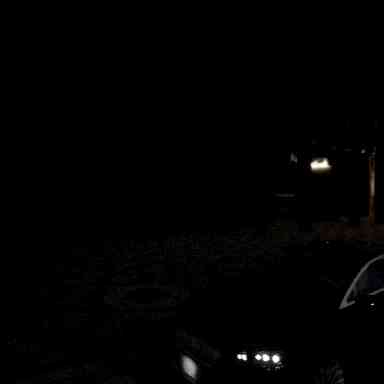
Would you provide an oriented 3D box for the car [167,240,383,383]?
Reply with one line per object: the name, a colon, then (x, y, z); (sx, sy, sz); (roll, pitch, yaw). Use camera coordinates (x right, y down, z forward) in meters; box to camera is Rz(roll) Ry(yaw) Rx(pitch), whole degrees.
car: (1.973, 1.517, 4.791); (4.902, 1.511, 2.128); (0, 0, -36)
